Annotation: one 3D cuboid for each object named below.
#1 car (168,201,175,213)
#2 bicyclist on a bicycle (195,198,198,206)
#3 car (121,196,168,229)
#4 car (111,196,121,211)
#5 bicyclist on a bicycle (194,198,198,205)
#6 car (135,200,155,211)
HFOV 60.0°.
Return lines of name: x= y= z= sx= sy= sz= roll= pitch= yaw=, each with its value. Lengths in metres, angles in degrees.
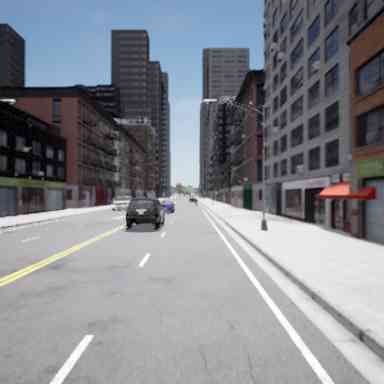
car: x=-3.148 y=1.886 z=42.662 sx=1.812 sy=1.442 sz=4.674 roll=0 pitch=-1 yaw=0
bicyclist on a bicycle: x=0.895 y=2.048 z=68.359 sx=0.582 sy=1.620 sz=1.656 roll=0 pitch=-1 yaw=0
car: x=-3.148 y=1.406 z=23.170 sx=2.150 sy=2.045 sz=5.566 roll=0 pitch=-1 yaw=0
car: x=-9.820 y=1.622 z=47.185 sx=2.150 sy=2.045 sz=5.566 roll=0 pitch=-1 yaw=0
bicyclist on a bicycle: x=0.888 y=2.115 z=77.407 sx=0.866 sy=1.612 sz=1.509 roll=0 pitch=-1 yaw=0
car: x=-6.570 y=1.893 z=47.264 sx=2.128 sy=1.511 sz=4.902 roll=0 pitch=-1 yaw=0
